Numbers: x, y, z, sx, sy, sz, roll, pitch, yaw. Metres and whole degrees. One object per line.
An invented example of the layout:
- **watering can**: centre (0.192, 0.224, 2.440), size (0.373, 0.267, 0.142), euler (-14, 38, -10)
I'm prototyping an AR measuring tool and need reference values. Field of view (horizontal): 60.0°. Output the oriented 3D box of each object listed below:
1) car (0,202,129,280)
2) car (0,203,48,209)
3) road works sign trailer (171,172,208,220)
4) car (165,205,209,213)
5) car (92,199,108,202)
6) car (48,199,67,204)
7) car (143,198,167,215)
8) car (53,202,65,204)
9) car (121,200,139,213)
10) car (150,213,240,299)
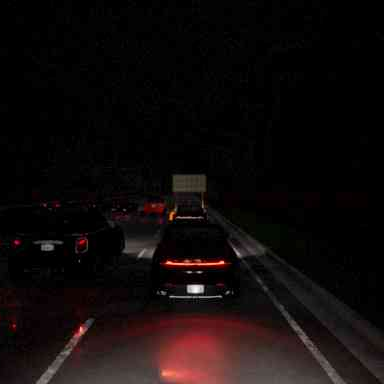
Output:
- **car**: centre (-3.465, 1.352, 10.074), size (2.097, 1.767, 4.553), euler (0, 0, 0)
- **car**: centre (-10.536, 1.548, 19.048), size (2.033, 1.411, 5.357), euler (0, 0, -2)
- **road works sign trailer**: centre (-0.186, 0.464, 22.698), size (2.380, 3.560, 2.880), euler (0, 0, -3)
- **car**: centre (-0.069, 1.488, 18.828), size (2.128, 1.511, 4.902), euler (0, 0, 1)
- **car**: centre (-10.714, 1.547, 38.913), size (2.033, 1.411, 5.357), euler (0, 0, -1)
- **car**: centre (-14.185, 1.526, 35.552), size (1.812, 1.442, 4.674), euler (0, 0, -1)
- **car**: centre (-3.668, 1.351, 33.606), size (2.097, 1.767, 4.553), euler (0, 0, -1)
- **car**: centre (-7.038, 1.547, 19.031), size (2.033, 1.411, 5.357), euler (0, 0, -2)
- **car**: centre (-7.202, 1.601, 37.630), size (1.895, 1.301, 4.718), euler (0, 0, -1)
- **car**: centre (0.047, 1.505, 8.439), size (1.837, 1.490, 4.892), euler (0, 0, 0)
